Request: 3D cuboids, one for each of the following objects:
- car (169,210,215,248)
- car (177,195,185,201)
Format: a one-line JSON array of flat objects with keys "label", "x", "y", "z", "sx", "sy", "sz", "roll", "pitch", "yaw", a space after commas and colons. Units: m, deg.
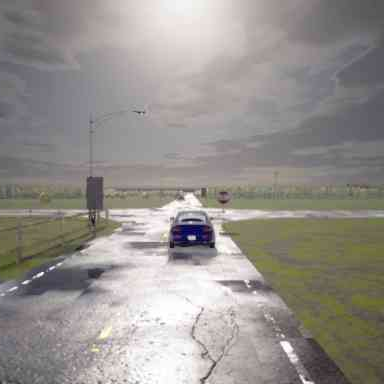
[{"label": "car", "x": 0.001, "y": 1.534, "z": 14.652, "sx": 1.812, "sy": 1.442, "sz": 4.674, "roll": 0, "pitch": 0, "yaw": 0}, {"label": "car", "x": -2.867, "y": 1.561, "z": 87.746, "sx": 1.837, "sy": 1.490, "sz": 4.892, "roll": 0, "pitch": 0, "yaw": 0}]
